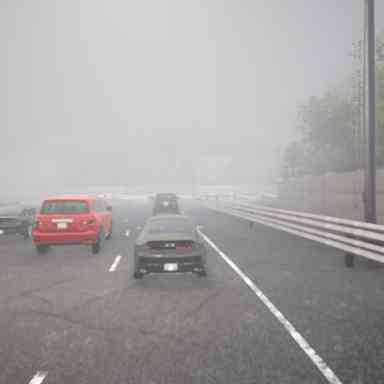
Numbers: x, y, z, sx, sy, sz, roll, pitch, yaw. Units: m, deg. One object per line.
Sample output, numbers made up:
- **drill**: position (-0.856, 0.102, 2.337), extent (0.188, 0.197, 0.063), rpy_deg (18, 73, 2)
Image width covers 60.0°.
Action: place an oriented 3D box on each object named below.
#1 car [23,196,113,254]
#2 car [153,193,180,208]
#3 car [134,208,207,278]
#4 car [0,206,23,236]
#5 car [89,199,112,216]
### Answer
- **car**: position (-4.555, 1.172, 13.482), extent (2.150, 2.045, 5.566), rpy_deg (0, 0, -7)
- **car**: position (-2.245, 1.060, 28.965), extent (2.150, 2.045, 5.566), rpy_deg (-1, 0, -4)
- **car**: position (-0.666, 1.448, 10.001), extent (1.837, 1.490, 4.892), rpy_deg (0, 0, -4)
- **car**: position (-8.633, 1.466, 16.719), extent (1.837, 1.490, 4.892), rpy_deg (0, 0, -9)
- **car**: position (-9.000, 1.432, 32.449), extent (1.994, 1.385, 4.181), rpy_deg (-1, 0, -17)
